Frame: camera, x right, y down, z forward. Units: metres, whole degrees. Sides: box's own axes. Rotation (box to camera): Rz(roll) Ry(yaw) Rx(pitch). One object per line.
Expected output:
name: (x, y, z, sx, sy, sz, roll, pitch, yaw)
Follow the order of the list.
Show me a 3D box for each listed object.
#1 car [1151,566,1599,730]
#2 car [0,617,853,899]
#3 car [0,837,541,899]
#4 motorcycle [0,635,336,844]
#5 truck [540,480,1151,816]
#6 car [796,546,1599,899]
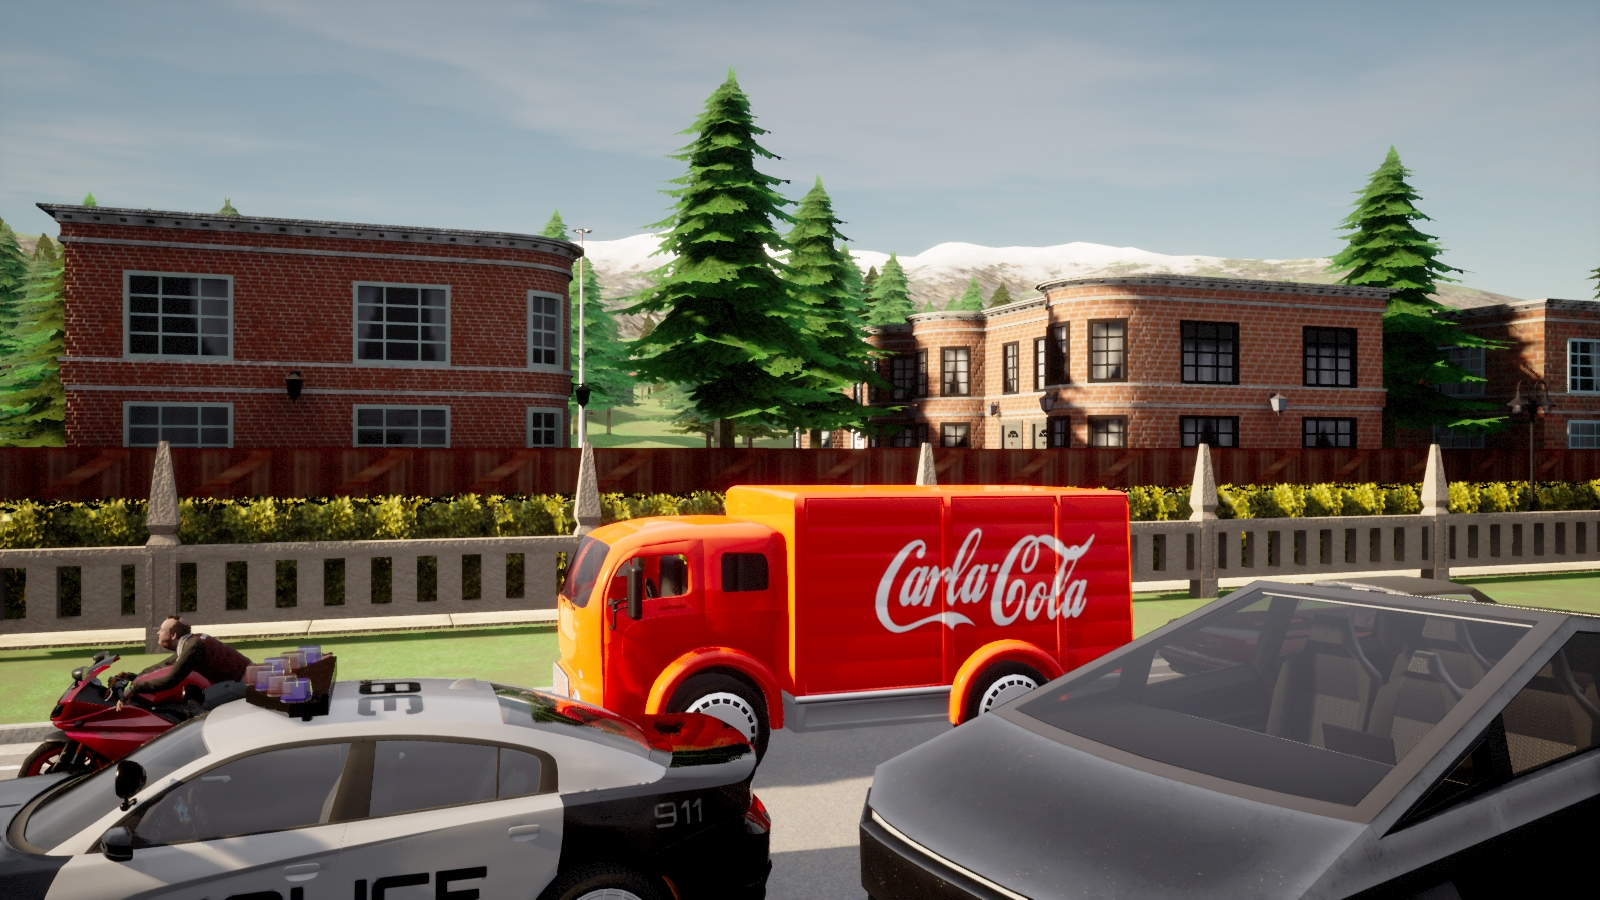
car: (6.606, 2.160, 13.164, 4.718, 1.301, 1.895, 0, 0, -20)
car: (-2.539, 1.983, 6.100, 5.238, 1.638, 2.097, 0, 0, -20)
car: (-2.622, 2.065, 2.345, 4.193, 1.474, 1.816, 0, 0, -20)
motorcycle: (-4.855, 2.205, 8.981, 2.209, 1.251, 0.867, 0, 0, -20)
truck: (0.341, 1.571, 10.872, 5.204, 2.467, 2.627, 0, 0, -20)
car: (3.288, 1.756, 5.800, 6.274, 2.098, 2.390, 0, 0, -31)
